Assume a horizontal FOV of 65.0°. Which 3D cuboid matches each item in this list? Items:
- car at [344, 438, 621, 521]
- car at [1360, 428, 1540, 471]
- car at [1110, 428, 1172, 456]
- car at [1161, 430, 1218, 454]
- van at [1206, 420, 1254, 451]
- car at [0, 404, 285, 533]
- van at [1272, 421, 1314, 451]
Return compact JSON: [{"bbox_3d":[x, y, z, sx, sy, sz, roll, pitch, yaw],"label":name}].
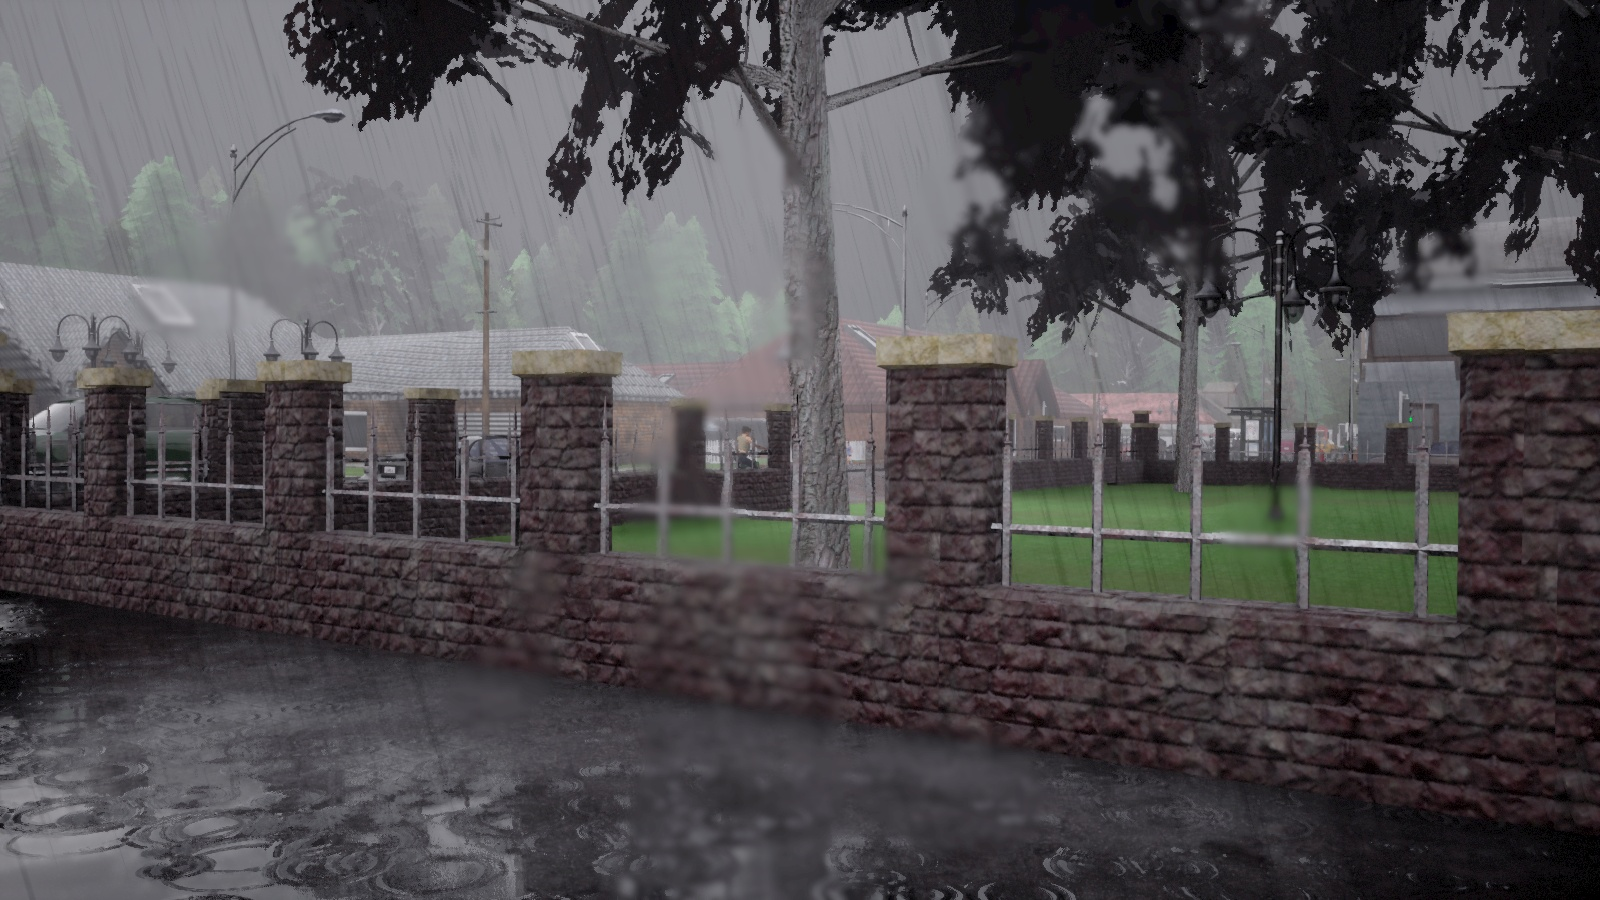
[{"bbox_3d":[-6.040,0.496,24.689,2.033,1.411,5.357,0,1,32],"label":"car"},{"bbox_3d":[22.531,-0.020,43.599,5.357,1.411,2.033,0,1,33],"label":"car"},{"bbox_3d":[19.229,-0.460,70.638,2.007,1.525,4.514,0,1,34],"label":"car"},{"bbox_3d":[24.409,-0.515,78.576,2.033,1.411,5.357,0,1,33],"label":"car"},{"bbox_3d":[29.658,-0.996,86.589,2.069,2.038,4.480,0,1,33],"label":"van"},{"bbox_3d":[-12.355,0.257,22.387,2.150,2.045,5.566,0,1,35],"label":"car"},{"bbox_3d":[33.345,-0.977,84.916,1.775,1.987,4.442,0,1,33],"label":"van"}]
